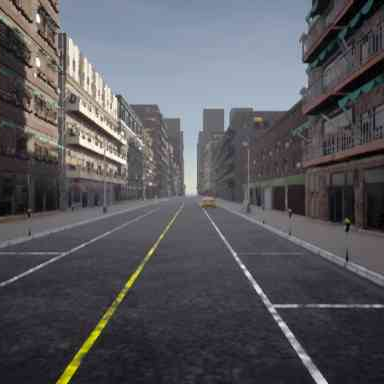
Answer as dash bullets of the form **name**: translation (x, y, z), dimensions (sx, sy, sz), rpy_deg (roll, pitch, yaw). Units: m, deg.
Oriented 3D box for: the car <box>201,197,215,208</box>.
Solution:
- **car**: translation (2.361, 1.496, 48.659), dimensions (1.882, 1.535, 5.008), rpy_deg (0, 0, 0)
